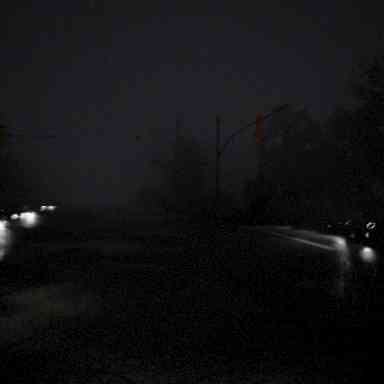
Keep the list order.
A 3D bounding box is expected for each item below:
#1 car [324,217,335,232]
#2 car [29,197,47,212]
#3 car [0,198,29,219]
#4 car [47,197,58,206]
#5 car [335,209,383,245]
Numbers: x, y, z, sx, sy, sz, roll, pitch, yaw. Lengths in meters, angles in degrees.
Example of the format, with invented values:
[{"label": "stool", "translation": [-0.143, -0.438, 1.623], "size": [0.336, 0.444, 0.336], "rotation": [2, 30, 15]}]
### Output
[{"label": "car", "translation": [10.388, 1.811, 20.180], "size": [4.674, 1.442, 1.812], "rotation": [2, 0, -12]}, {"label": "car", "translation": [-18.289, 1.398, 37.709], "size": [2.128, 1.511, 4.902], "rotation": [1, 0, -15]}, {"label": "car", "translation": [-15.693, 1.401, 27.881], "size": [2.128, 1.511, 4.902], "rotation": [1, 0, -13]}, {"label": "car", "translation": [-22.101, 1.501, 51.618], "size": [1.994, 1.385, 4.181], "rotation": [1, 0, -16]}, {"label": "car", "translation": [9.902, 1.596, 16.488], "size": [4.553, 1.767, 2.097], "rotation": [2, 0, -12]}]
